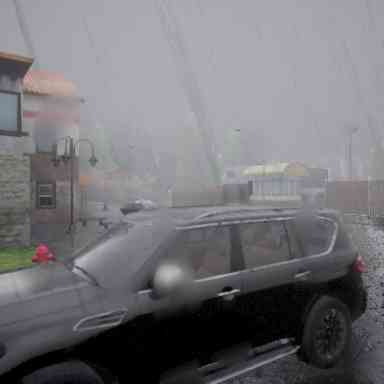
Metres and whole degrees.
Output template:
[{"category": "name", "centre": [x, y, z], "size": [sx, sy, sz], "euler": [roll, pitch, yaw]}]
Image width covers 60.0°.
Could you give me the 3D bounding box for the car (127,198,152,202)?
[{"category": "car", "centre": [-5.213, 1.525, 36.306], "size": [1.812, 1.442, 4.674], "euler": [0, 0, -35]}]

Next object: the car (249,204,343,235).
[{"category": "car", "centre": [6.132, 1.547, 20.288], "size": [2.033, 1.411, 5.357], "euler": [0, 0, -35]}]

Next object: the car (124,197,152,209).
[{"category": "car", "centre": [-7.681, 1.526, 46.781], "size": [1.812, 1.442, 4.674], "euler": [0, 0, -39]}]

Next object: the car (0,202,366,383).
[{"category": "car", "centre": [-0.095, 1.221, 4.282], "size": [5.566, 2.045, 2.150], "euler": [0, 0, -32]}]
